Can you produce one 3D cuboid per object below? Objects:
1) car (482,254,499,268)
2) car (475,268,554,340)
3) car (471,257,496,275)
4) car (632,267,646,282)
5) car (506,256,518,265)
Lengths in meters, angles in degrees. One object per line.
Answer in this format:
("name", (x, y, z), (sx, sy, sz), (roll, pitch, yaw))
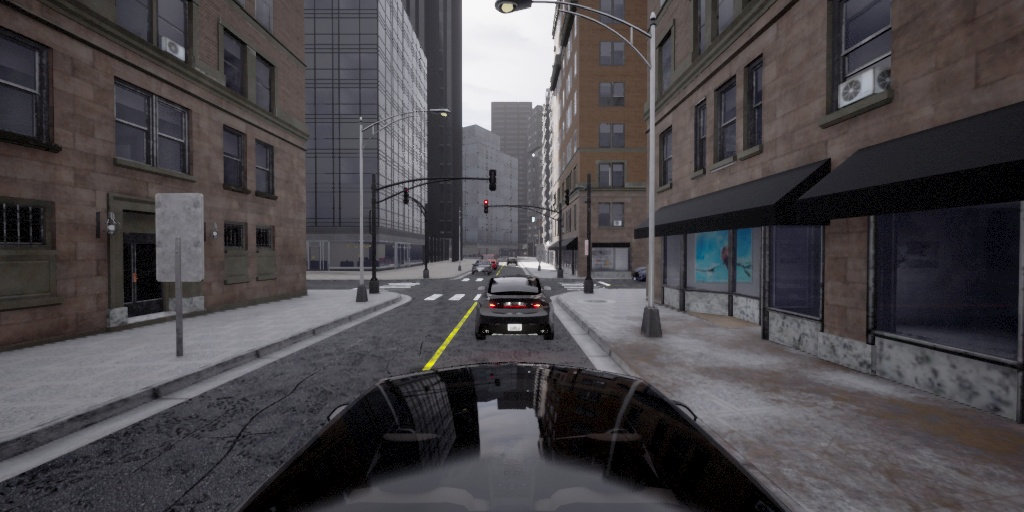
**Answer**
("car", (-3.153, 0.809, 48.245), (2.150, 2.045, 5.566), (0, 1, 0))
("car", (0.070, 1.252, 9.952), (1.837, 1.490, 4.892), (0, 0, 0))
("car", (-3.135, 1.163, 37.941), (2.128, 1.511, 4.902), (0, 0, 0))
("car", (10.824, 1.012, 25.118), (4.553, 1.767, 2.097), (0, 1, -1))
("car", (0.029, 0.889, 65.386), (1.837, 1.490, 4.892), (0, -1, 0))
